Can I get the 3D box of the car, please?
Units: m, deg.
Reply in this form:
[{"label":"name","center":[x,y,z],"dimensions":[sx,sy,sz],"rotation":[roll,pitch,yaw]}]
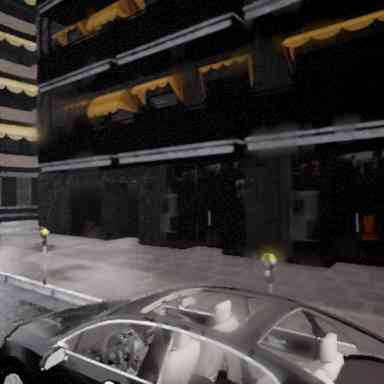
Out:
[{"label":"car","center":[-0.052,1.556,2.928],"dimensions":[4.403,1.369,2.008],"rotation":[0,-1,36]}]
